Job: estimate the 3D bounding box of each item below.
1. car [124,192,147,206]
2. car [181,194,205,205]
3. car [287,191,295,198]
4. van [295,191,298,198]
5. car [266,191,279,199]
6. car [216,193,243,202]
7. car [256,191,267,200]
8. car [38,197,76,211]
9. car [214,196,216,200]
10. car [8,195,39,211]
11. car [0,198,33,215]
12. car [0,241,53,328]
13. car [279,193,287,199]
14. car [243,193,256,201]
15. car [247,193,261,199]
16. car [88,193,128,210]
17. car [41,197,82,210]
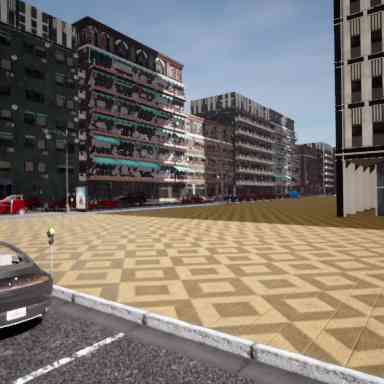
[{"bbox_3d":[-8.921,0.984,47.602,2.150,2.045,5.566,-1,0,36],"label":"car"},{"bbox_3d":[0.191,1.061,50.279,1.967,1.590,4.097,-1,0,36],"label":"car"},{"bbox_3d":[22.947,0.931,81.574,1.802,1.307,4.206,-1,0,36],"label":"car"},{"bbox_3d":[26.195,0.653,86.045,1.690,1.788,3.998,-1,0,36],"label":"van"},{"bbox_3d":[16.443,0.740,72.632,2.192,1.841,5.009,-1,0,36],"label":"car"},{"bbox_3d":[6.693,1.092,59.221,2.008,1.369,4.403,-1,0,36],"label":"car"},{"bbox_3d":[13.195,1.045,68.162,1.802,1.307,4.206,-1,0,36],"label":"car"},{"bbox_3d":[-15.064,1.367,39.154,1.812,1.442,4.674,-1,0,36],"label":"car"},{"bbox_3d":[6.417,1.027,73.091,1.967,1.590,4.097,-1,0,36],"label":"car"},{"bbox_3d":[-19.589,1.226,37.326,2.192,1.841,5.009,-1,0,36],"label":"car"},{"bbox_3d":[-16.060,1.412,27.926,1.802,1.307,4.206,-1,0,36],"label":"car"},{"bbox_3d":[-4.341,1.553,6.159,4.403,1.369,2.008,0,-1,36],"label":"car"},{"bbox_3d":[19.696,0.937,77.103,2.008,1.369,4.403,-1,0,36],"label":"car"},{"bbox_3d":[9.944,1.047,63.691,1.887,1.381,4.507,-1,0,36],"label":"car"},{"bbox_3d":[16.170,1.039,86.503,1.947,1.339,4.313,-1,0,36],"label":"car"},{"bbox_3d":[-9.560,1.185,36.867,1.967,1.590,4.097,-1,0,36],"label":"car"},{"bbox_3d":[-16.336,1.414,41.797,1.887,1.381,4.507,-1,0,36],"label":"car"}]
